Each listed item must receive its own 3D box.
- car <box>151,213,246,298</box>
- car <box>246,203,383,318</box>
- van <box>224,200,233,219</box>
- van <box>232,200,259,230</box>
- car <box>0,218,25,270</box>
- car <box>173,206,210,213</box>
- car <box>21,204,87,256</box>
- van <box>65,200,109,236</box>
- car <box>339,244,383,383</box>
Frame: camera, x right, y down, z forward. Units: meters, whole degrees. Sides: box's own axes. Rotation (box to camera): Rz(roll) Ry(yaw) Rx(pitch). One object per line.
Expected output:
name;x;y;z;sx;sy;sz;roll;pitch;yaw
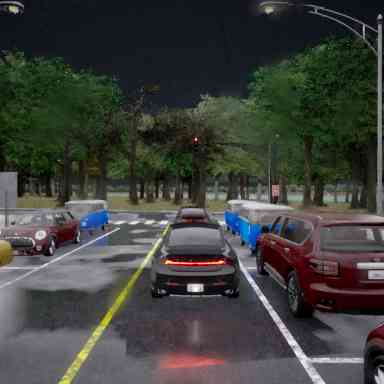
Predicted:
car;0.073;1.505;8.510;1.837;1.490;4.892;0;0;0
car;2.758;1.315;7.339;2.192;1.841;5.009;0;0;0
van;2.752;1.343;18.214;1.690;1.788;3.998;0;0;0
van;2.755;1.342;12.776;1.690;1.788;3.998;0;0;0
car;-5.767;1.526;7.164;1.752;1.417;4.829;0;0;0
car;0.002;1.506;17.914;1.837;1.490;4.892;0;0;-1
car;-5.770;1.441;12.771;1.967;1.590;4.097;0;0;0
van;-5.773;1.343;18.209;1.690;1.788;3.998;0;0;0
car;2.762;1.440;1.901;1.967;1.590;4.097;0;0;0
